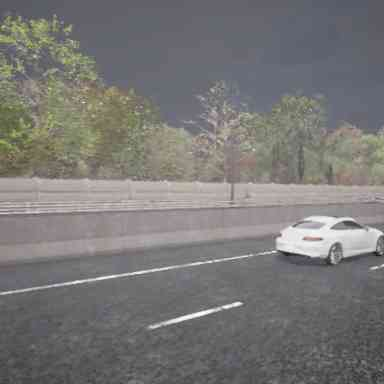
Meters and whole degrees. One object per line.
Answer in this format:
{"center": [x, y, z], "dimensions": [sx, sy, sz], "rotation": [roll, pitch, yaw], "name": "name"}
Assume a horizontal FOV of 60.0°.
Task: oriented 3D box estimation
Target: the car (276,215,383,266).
{"center": [4.877, 1.538, 11.522], "dimensions": [4.674, 1.442, 1.812], "rotation": [0, 0, -36], "name": "car"}
